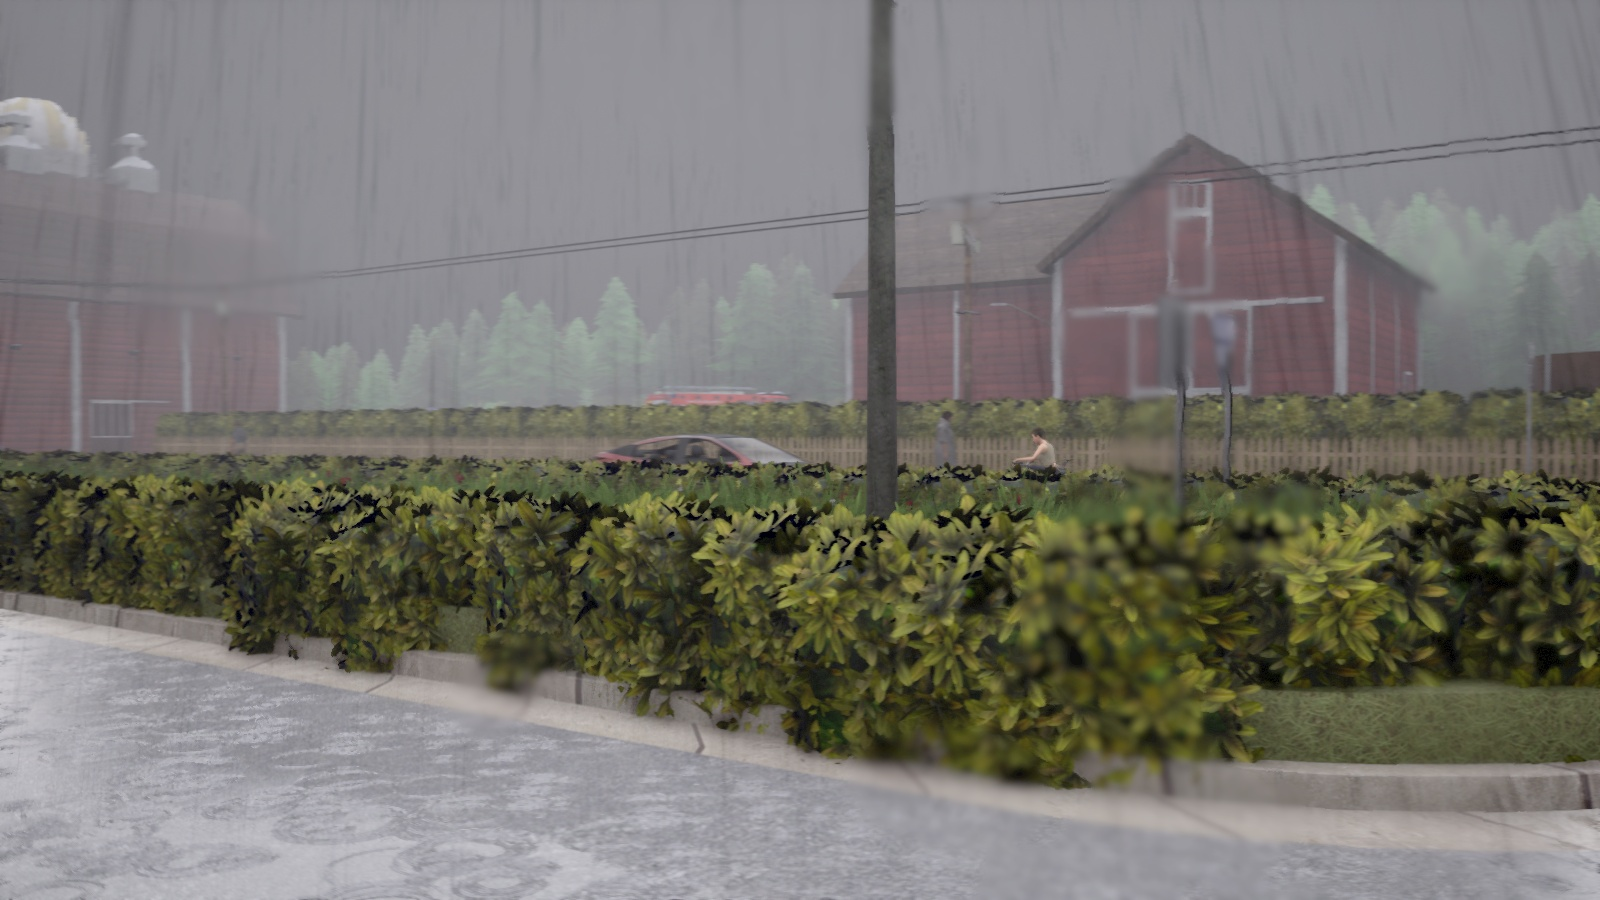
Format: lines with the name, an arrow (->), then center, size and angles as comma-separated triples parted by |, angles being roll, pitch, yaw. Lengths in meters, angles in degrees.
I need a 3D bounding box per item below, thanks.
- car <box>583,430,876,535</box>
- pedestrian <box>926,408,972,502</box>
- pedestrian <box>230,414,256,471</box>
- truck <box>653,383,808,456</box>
car -> -1.212, 0.448, 20.588 | 4.514, 1.525, 2.007 | 1, 1, 35
pedestrian -> 3.128, 0.092, 26.330 | 0.873, 1.952, 0.659 | 1, 1, 14
pedestrian -> -18.258, -0.256, 41.184 | 0.694, 1.848, 0.540 | 1, 1, 41
truck -> -3.803, -1.660, 70.152 | 8.468, 3.827, 2.891 | -1, 1, -38
